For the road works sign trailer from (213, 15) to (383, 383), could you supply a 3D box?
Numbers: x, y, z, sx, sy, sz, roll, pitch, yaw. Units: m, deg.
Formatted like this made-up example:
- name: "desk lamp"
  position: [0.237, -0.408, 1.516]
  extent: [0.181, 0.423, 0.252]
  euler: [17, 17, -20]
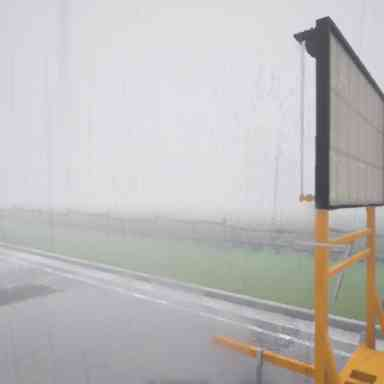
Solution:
- name: "road works sign trailer"
  position: [1.417, 0.545, 3.310]
  extent: [2.880, 3.560, 2.380]
  euler: [0, -1, 39]
